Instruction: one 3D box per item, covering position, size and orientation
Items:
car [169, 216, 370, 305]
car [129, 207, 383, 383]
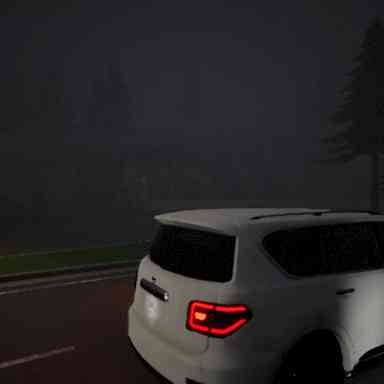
[{"bbox_3d":[2.071,1.526,8.706,4.902,1.511,2.128,0,0,-27],"label":"car"},{"bbox_3d":[1.900,1.245,4.751,5.566,2.045,2.150,0,0,-31],"label":"car"}]
